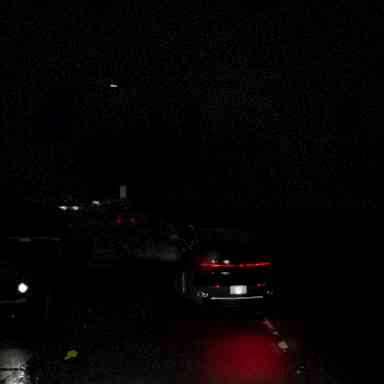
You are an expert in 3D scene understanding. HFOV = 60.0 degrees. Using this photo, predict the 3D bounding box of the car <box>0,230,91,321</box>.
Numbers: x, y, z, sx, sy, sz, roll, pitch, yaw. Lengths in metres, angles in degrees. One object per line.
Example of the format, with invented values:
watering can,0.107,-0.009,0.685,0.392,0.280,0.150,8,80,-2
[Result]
car,-3.610,1.592,7.301,1.895,1.301,4.718,0,0,-6

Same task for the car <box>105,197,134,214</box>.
car,-7.470,1.382,34.822,1.882,1.535,5.008,1,0,-24

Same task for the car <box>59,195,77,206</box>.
car,-17.896,1.212,47.974,1.882,1.535,5.008,1,0,-31

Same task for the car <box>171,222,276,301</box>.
car,0.580,1.506,8.379,1.837,1.490,4.892,0,0,-6

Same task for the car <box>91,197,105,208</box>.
car,-11.744,1.379,43.865,2.033,1.411,5.357,1,0,-31
